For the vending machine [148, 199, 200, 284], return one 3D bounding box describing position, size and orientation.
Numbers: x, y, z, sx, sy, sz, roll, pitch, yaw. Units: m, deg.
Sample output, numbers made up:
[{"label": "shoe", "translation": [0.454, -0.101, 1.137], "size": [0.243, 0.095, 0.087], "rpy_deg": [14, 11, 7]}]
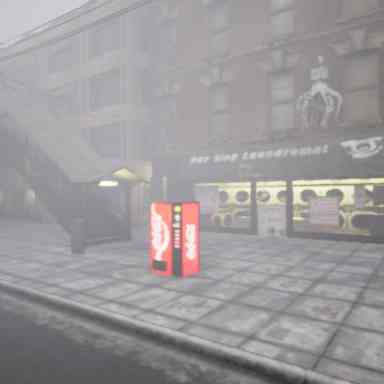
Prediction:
[{"label": "vending machine", "translation": [-0.476, 1.250, 8.981], "size": [0.880, 2.100, 1.100], "rpy_deg": [-1, 0, 36]}]
